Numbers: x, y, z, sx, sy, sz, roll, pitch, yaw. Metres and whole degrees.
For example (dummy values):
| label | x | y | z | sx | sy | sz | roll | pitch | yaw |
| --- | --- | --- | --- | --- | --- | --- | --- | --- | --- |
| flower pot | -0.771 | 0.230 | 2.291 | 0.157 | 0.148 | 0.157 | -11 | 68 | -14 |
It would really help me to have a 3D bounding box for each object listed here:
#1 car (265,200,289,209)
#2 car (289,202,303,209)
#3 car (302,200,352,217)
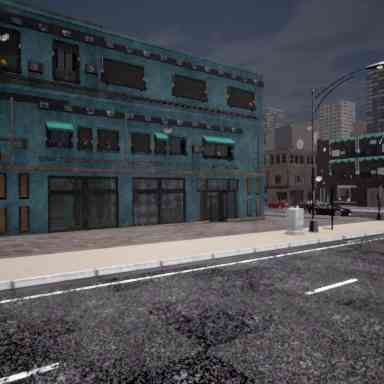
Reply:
| label | x | y | z | sx | sy | sz | roll | pitch | yaw |
| --- | --- | --- | --- | --- | --- | --- | --- | --- | --- |
| car | 12.903 | 1.900 | 50.161 | 1.802 | 1.307 | 4.206 | -2 | 0 | -35 |
| car | 16.096 | 1.806 | 45.640 | 2.008 | 1.369 | 4.403 | -2 | 0 | -35 |
| car | 13.966 | 1.811 | 33.920 | 1.947 | 1.339 | 4.313 | -1 | 0 | -35 |
